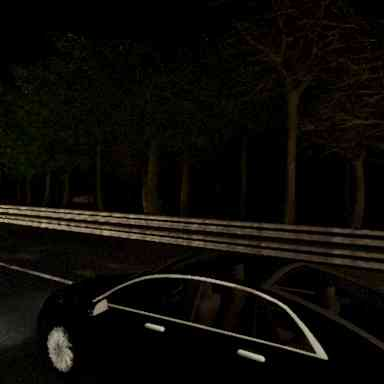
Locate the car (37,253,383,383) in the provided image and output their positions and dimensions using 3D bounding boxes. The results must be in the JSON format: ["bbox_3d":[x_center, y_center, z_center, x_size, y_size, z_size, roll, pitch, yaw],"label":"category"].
[{"bbox_3d":[0.177,1.488,3.815,4.892,1.490,1.837,1,0,35],"label":"car"}]
